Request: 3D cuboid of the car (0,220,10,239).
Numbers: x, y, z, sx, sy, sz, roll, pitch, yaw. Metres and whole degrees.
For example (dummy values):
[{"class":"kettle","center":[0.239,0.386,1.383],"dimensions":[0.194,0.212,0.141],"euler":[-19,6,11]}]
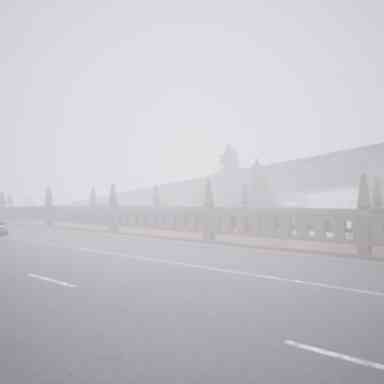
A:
[{"class":"car","center":[-10.920,1.647,16.089],"dimensions":[5.357,1.411,2.033],"euler":[-1,-1,36]}]
